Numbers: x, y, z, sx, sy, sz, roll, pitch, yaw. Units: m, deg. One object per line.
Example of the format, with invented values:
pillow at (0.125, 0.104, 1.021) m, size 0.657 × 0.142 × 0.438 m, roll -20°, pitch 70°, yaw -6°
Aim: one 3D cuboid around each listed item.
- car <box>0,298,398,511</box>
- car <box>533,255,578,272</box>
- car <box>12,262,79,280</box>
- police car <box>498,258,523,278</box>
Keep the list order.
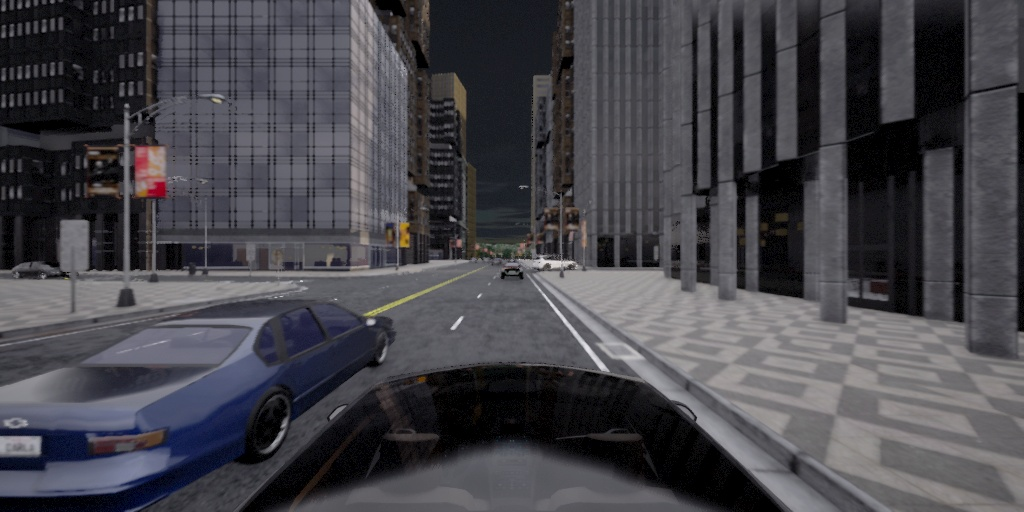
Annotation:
car at (-3.249, 1.297, 4.877) m, size 2.033 × 1.411 × 5.357 m, roll 0°, pitch 0°, yaw 0°
car at (5.425, 0.943, 44.823) m, size 5.566 × 2.045 × 2.150 m, roll 0°, pitch -2°, yaw -16°
car at (-38.992, 1.228, 29.975) m, size 4.892 × 1.490 × 1.837 m, roll 0°, pitch 0°, yaw 10°
police car at (0.013, 1.242, 33.233) m, size 2.038 × 1.542 × 4.974 m, roll 0°, pitch 0°, yaw 0°
